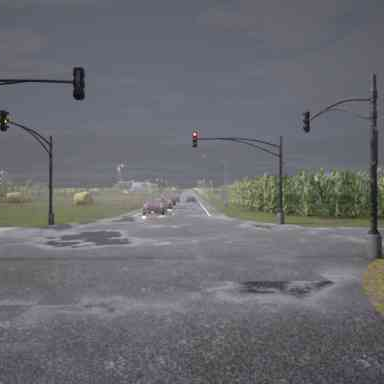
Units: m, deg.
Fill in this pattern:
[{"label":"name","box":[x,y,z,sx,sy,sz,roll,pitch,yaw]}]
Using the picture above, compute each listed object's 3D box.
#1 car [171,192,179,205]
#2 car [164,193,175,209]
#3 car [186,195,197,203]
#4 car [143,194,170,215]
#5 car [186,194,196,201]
[{"label":"car","box":[-3.730,1.155,54.215,2.150,2.045,5.566,0,1,0]},{"label":"car","box":[-3.712,1.310,44.006,2.097,1.767,4.553,0,0,0]},{"label":"car","box":[-0.120,1.410,66.140,1.837,1.490,4.892,0,0,0]},{"label":"car","box":[-3.718,1.325,33.910,2.097,1.767,4.553,0,0,0]},{"label":"car","box":[-0.198,1.330,76.444,2.128,1.511,4.902,0,0,0]}]
